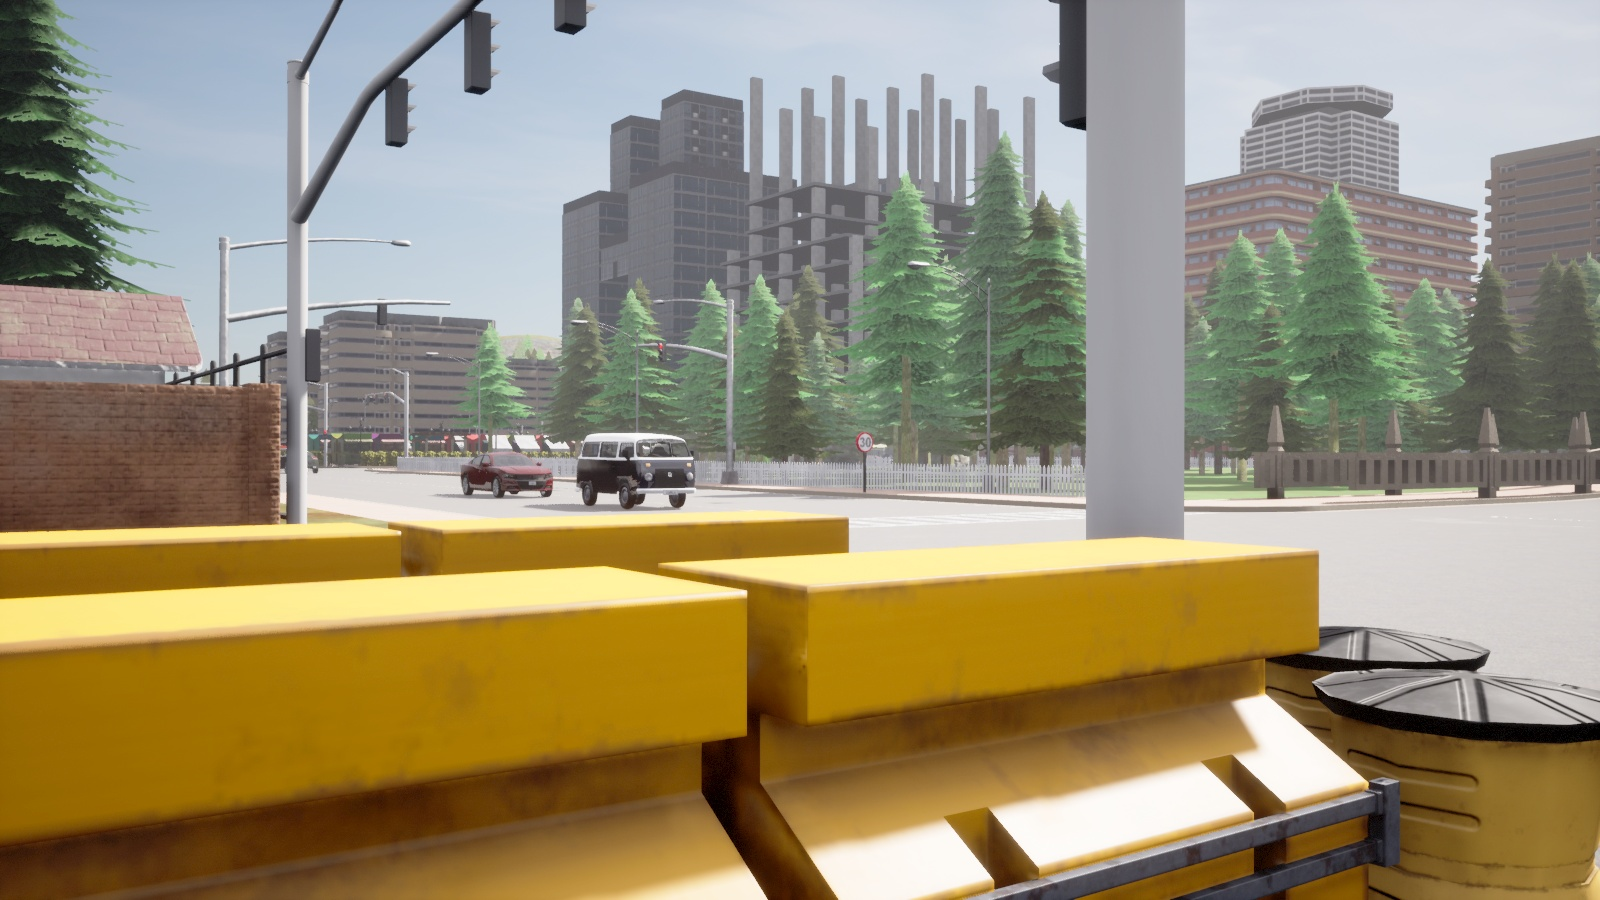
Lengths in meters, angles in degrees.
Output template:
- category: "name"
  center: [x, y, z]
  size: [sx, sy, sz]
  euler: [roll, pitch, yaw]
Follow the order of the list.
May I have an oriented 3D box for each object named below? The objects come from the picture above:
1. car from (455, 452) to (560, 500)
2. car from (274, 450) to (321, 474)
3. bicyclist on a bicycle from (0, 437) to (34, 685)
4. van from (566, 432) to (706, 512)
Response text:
- category: "car"
  center: [-10.039, 0.849, 42.856]
  size: [1.882, 1.535, 5.008]
  euler: [0, 0, -33]
- category: "car"
  center: [-35.247, 0.813, 88.001]
  size: [2.152, 1.651, 5.027]
  euler: [0, 0, -33]
- category: "bicyclist on a bicycle"
  center: [-5.918, 0.730, 8.069]
  size: [1.656, 1.620, 0.582]
  euler: [-1, 0, -35]
- category: "van"
  center: [-4.568, 0.562, 34.452]
  size: [2.069, 2.038, 4.480]
  euler: [0, 0, -33]
